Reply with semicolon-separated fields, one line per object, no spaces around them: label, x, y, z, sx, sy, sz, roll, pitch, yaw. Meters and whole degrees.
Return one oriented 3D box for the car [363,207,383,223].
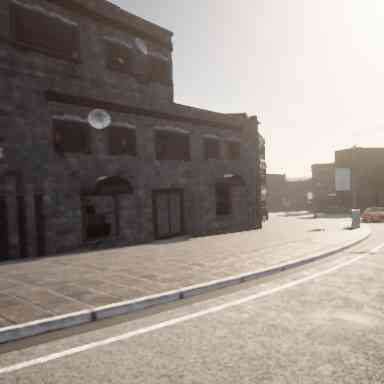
car;19.742;2.340;35.277;2.097;1.767;4.553;-2;-3;14
